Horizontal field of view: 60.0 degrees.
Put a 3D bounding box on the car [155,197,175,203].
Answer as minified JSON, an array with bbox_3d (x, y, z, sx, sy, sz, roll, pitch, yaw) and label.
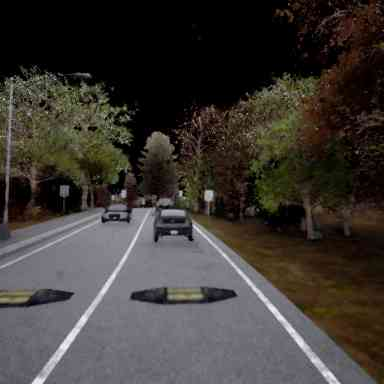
[{"bbox_3d":[-3.037,1.393,37.380,2.097,1.767,4.553,0,0,-6],"label":"car"}]

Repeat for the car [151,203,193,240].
[{"bbox_3d":[-1.015,1.532,17.102,1.837,1.490,4.892,0,0,-5],"label":"car"}]

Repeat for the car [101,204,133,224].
[{"bbox_3d":[-5.455,1.579,24.641,1.994,1.385,4.181,0,0,-6],"label":"car"}]
